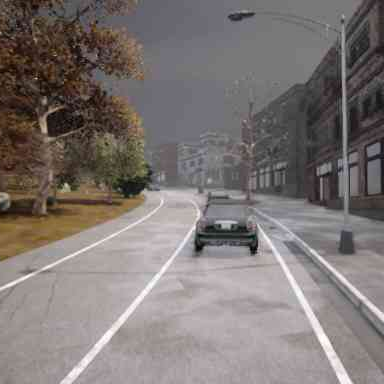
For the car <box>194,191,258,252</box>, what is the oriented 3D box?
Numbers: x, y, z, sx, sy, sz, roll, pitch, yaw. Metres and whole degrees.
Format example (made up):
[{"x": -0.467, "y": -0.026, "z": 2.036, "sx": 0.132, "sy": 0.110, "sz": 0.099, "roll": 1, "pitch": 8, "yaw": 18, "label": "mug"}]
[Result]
[{"x": 1.319, "y": 1.033, "z": 12.707, "sx": 2.097, "sy": 1.767, "sz": 4.553, "roll": 0, "pitch": 2, "yaw": 6, "label": "car"}]

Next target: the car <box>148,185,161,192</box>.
[{"x": -7.198, "y": -0.711, "z": 63.346, "sx": 1.994, "sy": 1.385, "sz": 4.181, "roll": 2, "pitch": 2, "yaw": -17, "label": "car"}]
